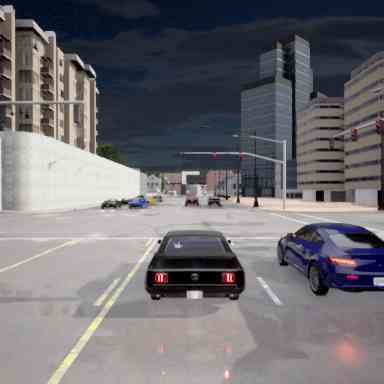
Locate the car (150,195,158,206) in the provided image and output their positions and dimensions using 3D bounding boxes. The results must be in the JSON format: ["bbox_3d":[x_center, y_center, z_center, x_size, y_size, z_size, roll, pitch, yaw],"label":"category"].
[{"bbox_3d":[-7.174,1.423,53.934,1.882,1.535,5.008,0,0,0],"label":"car"}]

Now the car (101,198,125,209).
[{"bbox_3d":[-10.665,1.530,44.097,1.994,1.385,4.181,0,0,0],"label":"car"}]

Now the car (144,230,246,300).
[{"bbox_3d":[0.062,1.591,8.311,1.895,1.301,4.718,0,0,0],"label":"car"}]

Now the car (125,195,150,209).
[{"bbox_3d":[-7.165,1.436,44.389,1.882,1.535,5.008,0,0,0],"label":"car"}]

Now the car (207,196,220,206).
[{"bbox_3d":[3.511,1.427,53.928,1.837,1.490,4.892,0,0,0],"label":"car"}]

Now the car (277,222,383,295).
[{"bbox_3d":[3.563,1.508,8.538,1.812,1.442,4.674,0,0,0],"label":"car"}]

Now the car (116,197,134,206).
[{"bbox_3d":[-10.679,1.555,53.128,1.895,1.301,4.718,0,0,0],"label":"car"}]

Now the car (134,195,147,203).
[{"bbox_3d":[-10.612,1.437,68.607,1.837,1.490,4.892,0,0,0],"label":"car"}]

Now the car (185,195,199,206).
[{"bbox_3d":[0.011,1.282,53.586,2.097,1.767,4.553,0,0,0],"label":"car"}]

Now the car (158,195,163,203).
[{"bbox_3d":[-7.113,1.431,69.034,2.128,1.511,4.902,0,0,0],"label":"car"}]
